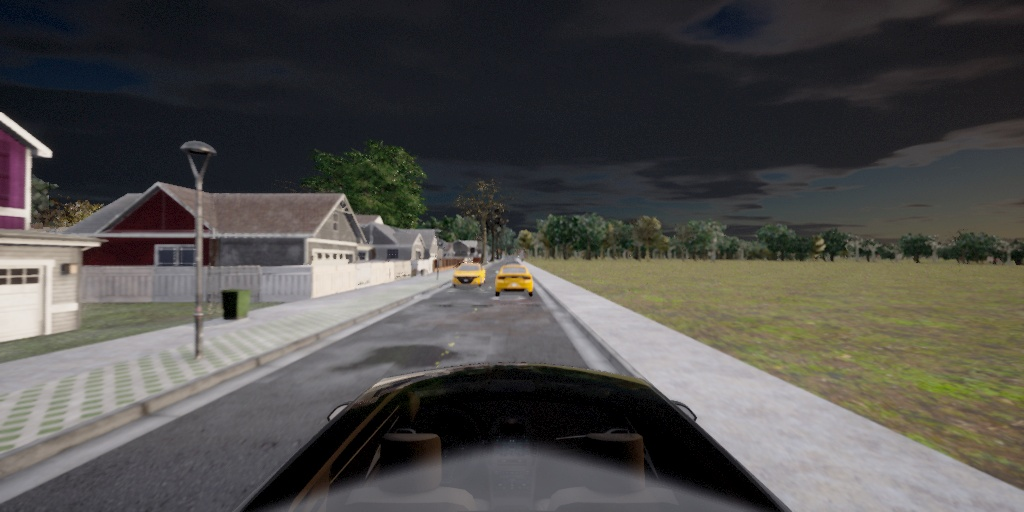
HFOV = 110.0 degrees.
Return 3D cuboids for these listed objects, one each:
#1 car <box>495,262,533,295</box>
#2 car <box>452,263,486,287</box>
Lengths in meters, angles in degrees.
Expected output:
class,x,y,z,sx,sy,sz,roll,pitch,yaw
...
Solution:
class,x,y,z,sx,sy,sz,roll,pitch,yaw
car,0.103,1.229,19.599,1.882,1.535,5.008,0,0,0
car,-2.842,1.229,24.538,1.882,1.535,5.008,0,0,0
